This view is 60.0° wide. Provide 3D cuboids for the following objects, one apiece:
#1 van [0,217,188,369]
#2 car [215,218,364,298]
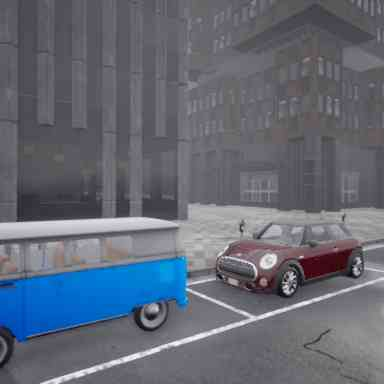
[{"bbox_3d":[-1.978,1.341,5.235,3.998,1.788,1.690,0,0,-35],"label":"van"},{"bbox_3d":[2.522,1.439,8.438,4.097,1.590,1.967,0,0,-35],"label":"car"}]
